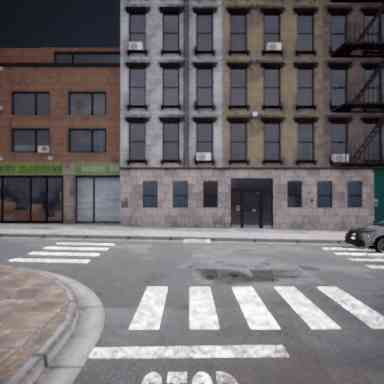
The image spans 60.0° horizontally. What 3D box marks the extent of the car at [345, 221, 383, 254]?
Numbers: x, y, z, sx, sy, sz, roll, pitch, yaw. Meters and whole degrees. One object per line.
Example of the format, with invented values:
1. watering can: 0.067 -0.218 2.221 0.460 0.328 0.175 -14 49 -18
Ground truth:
1. car: 8.815 1.804 14.067 4.181 1.385 1.994 1 0 0
